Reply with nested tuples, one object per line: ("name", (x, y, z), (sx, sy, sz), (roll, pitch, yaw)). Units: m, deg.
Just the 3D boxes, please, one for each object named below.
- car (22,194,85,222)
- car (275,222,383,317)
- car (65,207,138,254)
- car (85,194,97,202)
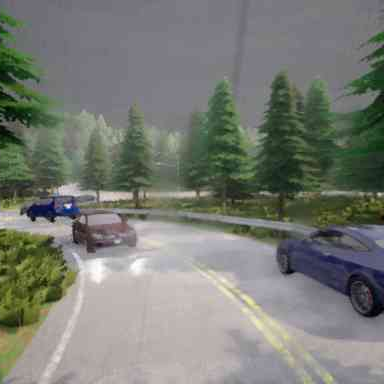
("car", (-11.667, 1.348, 27.766), (5.566, 2.045, 2.150), (-3, 3, 41))
("car", (3.498, 1.385, 7.166), (1.812, 1.442, 4.674), (-2, 1, -12))
("car", (-3.829, 1.548, 13.995), (1.812, 1.442, 4.674), (-3, 1, -30))
("car", (-18.304, 1.051, 56.979), (1.994, 1.385, 4.181), (2, 5, 22))
